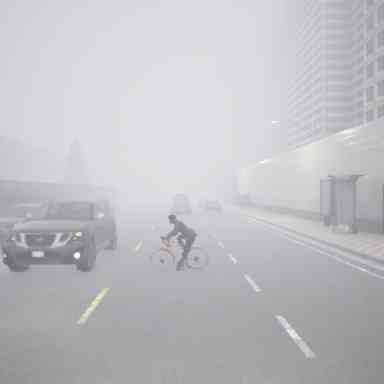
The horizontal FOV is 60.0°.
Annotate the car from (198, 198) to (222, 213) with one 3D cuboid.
[{"bbox_3d":[2.221,1.491,37.716,2.128,1.511,4.902,0,0,-2],"label":"car"}]

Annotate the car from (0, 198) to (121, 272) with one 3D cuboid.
[{"bbox_3d":[-3.970,1.223,11.134,2.150,2.045,5.566,0,0,-2],"label":"car"}]

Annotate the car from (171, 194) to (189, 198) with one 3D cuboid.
[{"bbox_3d":[-1.507,1.221,43.841,2.150,2.045,5.566,0,0,-4],"label":"car"}]

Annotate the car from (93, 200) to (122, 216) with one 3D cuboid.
[{"bbox_3d":[-8.255,1.564,32.873,1.994,1.385,4.181,0,0,-2],"label":"car"}]

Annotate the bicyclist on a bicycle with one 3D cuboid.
[{"bbox_3d":[-0.375,1.455,9.446,1.656,1.620,0.582,-2,0,-2],"label":"bicyclist on a bicycle"}]

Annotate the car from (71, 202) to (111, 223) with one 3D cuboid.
[{"bbox_3d":[-7.973,1.564,26.669,1.994,1.385,4.181,0,0,-2],"label":"car"}]

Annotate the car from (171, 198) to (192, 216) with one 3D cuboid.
[{"bbox_3d":[-1.077,1.564,32.427,1.994,1.385,4.181,0,0,-3],"label":"car"}]
